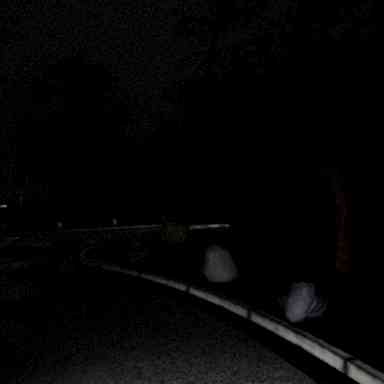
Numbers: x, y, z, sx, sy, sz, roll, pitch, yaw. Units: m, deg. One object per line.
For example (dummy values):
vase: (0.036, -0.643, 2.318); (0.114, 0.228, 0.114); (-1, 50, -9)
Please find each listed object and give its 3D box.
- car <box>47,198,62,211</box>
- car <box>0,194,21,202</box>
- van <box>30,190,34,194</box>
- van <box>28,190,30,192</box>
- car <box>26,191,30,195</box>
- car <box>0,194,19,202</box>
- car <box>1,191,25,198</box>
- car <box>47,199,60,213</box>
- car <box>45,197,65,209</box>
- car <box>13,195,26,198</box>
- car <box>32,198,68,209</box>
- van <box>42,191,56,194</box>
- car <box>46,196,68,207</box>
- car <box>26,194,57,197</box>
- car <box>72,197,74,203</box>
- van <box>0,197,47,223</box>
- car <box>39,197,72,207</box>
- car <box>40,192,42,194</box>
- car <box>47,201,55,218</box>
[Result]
car: (-17.751, 1.864, 37.786); (4.792, 1.488, 2.163); (-1, 1, -15)
car: (-40.845, 1.353, 73.901); (4.674, 1.452, 2.002); (-1, 1, -15)
van: (-43.602, 0.866, 84.765); (4.442, 1.987, 1.878); (-1, 1, -15)
van: (-43.112, 0.929, 81.998); (4.442, 1.987, 1.878); (-1, 1, -15)
car: (-42.285, 1.207, 79.318); (5.008, 1.535, 2.097); (-1, 1, -15)
car: (-40.311, 1.367, 71.143); (5.366, 1.575, 1.946); (-1, 1, -15)
car: (-32.310, 1.195, 60.131); (2.097, 1.767, 4.553); (-1, 1, -15)
car: (-17.251, 1.891, 35.049); (5.366, 1.575, 1.946); (-1, 1, -15)
car: (-18.494, 1.782, 40.458); (4.892, 1.521, 2.231); (-1, 1, -15)
car: (-27.325, 1.697, 54.407); (1.895, 1.301, 4.718); (-1, 1, -15)
car: (-20.616, 1.660, 48.509); (4.674, 1.452, 2.002); (-1, 1, -15)
van: (-22.632, 1.232, 56.583); (4.442, 1.987, 1.878); (-1, 1, -15)
car: (-19.191, 1.727, 43.144); (5.008, 1.535, 2.097); (-1, 1, -15)
car: (-19.877, 1.547, 45.831); (4.553, 1.767, 2.185); (-1, 1, -15)
car: (-21.328, 1.566, 51.190); (5.008, 1.535, 2.097); (-1, 1, -15)
van: (-15.770, 1.776, 29.695); (4.442, 1.987, 1.878); (-1, 1, -15)
car: (-22.035, 1.553, 53.876); (4.674, 1.452, 2.002); (-1, 1, -15)
car: (-33.686, 1.228, 78.095); (1.895, 1.301, 4.718); (-1, 1, -15)
car: (-16.333, 1.974, 32.420); (4.792, 1.488, 2.163); (-1, 1, -15)
